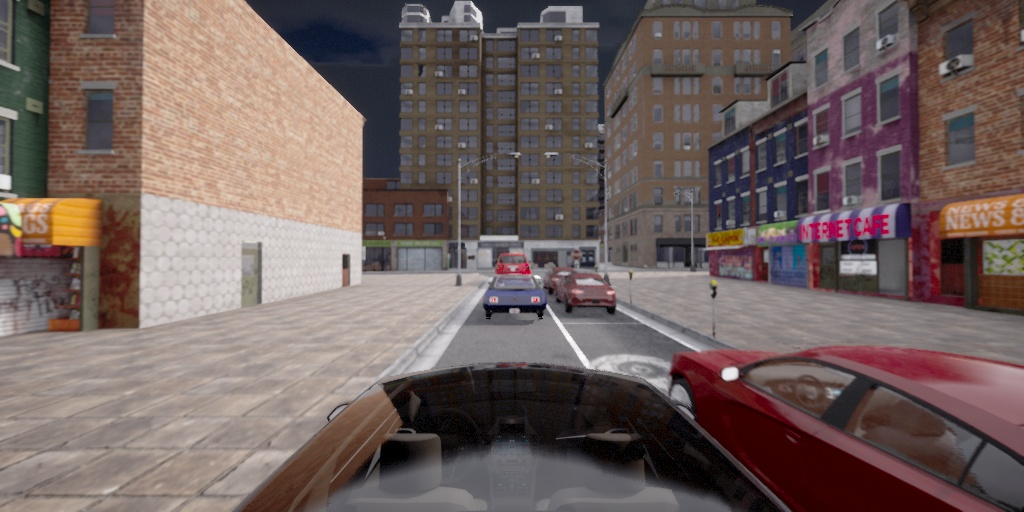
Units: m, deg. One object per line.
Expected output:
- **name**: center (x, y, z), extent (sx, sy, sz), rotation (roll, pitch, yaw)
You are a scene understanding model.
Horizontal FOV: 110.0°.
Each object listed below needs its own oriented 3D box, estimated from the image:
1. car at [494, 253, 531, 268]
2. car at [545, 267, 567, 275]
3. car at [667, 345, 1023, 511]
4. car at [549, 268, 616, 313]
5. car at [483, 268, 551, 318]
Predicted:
- **car**: center (0.034, 0.843, 23.083), extent (2.150, 2.045, 5.566), rotation (0, 0, 0)
- **car**: center (2.592, 1.229, 18.722), extent (1.802, 1.307, 4.207), rotation (0, 0, 0)
- **car**: center (2.639, 1.290, 2.407), extent (1.888, 1.381, 4.507), rotation (0, 0, 0)
- **car**: center (2.608, 1.260, 13.283), extent (1.802, 1.307, 4.207), rotation (0, 0, 0)
- **car**: center (0.082, 1.283, 12.554), extent (1.895, 1.301, 4.718), rotation (0, 0, 0)
